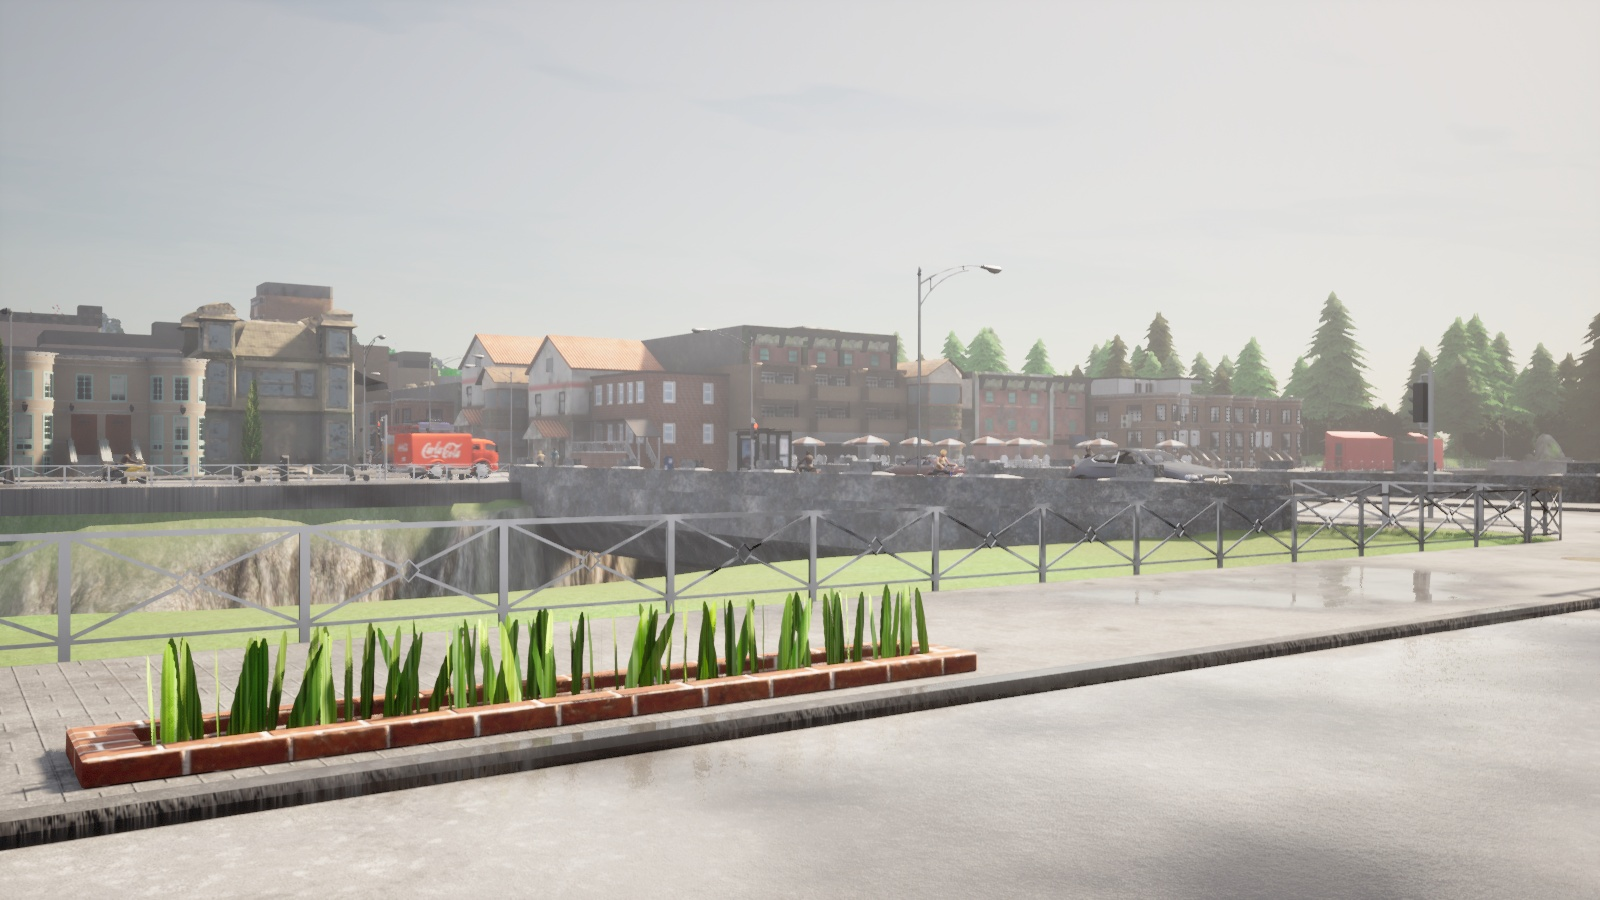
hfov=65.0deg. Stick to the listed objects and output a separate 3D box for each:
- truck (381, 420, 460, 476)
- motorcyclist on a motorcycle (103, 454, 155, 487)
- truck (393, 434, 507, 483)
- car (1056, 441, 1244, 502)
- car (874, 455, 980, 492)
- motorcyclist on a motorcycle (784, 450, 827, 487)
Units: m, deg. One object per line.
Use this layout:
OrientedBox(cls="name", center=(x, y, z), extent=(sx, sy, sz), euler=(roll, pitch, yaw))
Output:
OrientedBox(cls="truck", center=(-27.255, -0.149, 89.949), extent=(2.891, 3.827, 8.468), euler=(0, 0, -35))
OrientedBox(cls="motorcyclist on a motorcycle", center=(-30.938, 0.932, 57.936), extent=(2.044, 1.523, 0.797), euler=(0, 0, -35))
OrientedBox(cls="truck", center=(-18.613, 0.455, 66.887), extent=(5.204, 2.467, 2.627), euler=(0, -1, -41))
OrientedBox(cls="car", center=(10.046, 0.584, 36.433), extent=(2.152, 1.651, 5.027), euler=(0, 0, -35))
OrientedBox(cls="car", center=(5.066, 0.914, 50.588), extent=(1.994, 1.385, 4.181), euler=(0, 0, -36))
OrientedBox(cls="motorcyclist on a motorcycle", center=(0.250, 0.827, 57.464), extent=(0.766, 1.649, 2.350), euler=(0, 0, -34))
